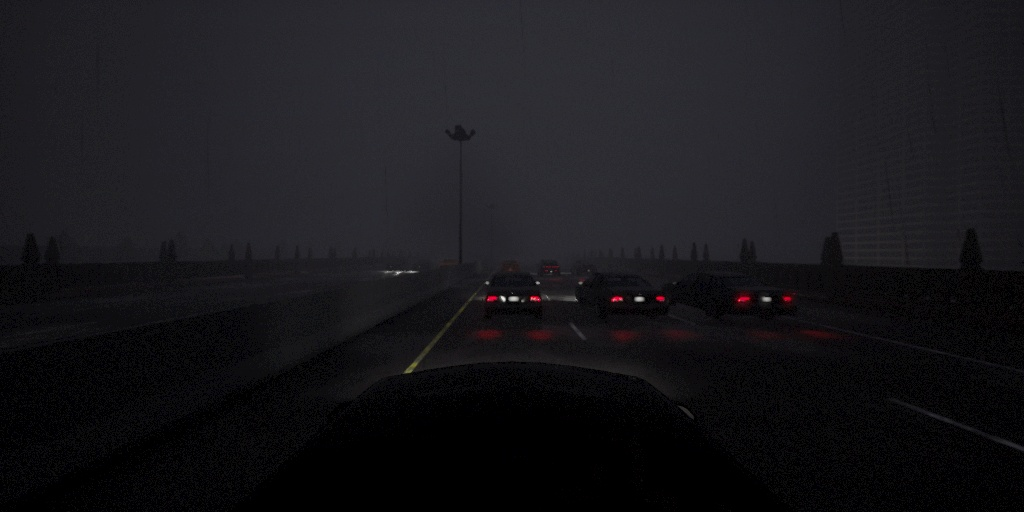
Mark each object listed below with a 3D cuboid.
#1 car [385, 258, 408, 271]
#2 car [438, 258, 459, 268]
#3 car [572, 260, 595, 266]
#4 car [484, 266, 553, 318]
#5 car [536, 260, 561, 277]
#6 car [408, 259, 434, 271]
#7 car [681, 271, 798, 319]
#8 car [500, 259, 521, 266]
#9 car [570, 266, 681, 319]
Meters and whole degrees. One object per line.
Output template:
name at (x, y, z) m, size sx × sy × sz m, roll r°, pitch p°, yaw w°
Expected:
car at (-14.384, 1.042, 45.032) m, size 1.837 × 1.490 × 4.892 m, roll 0°, pitch 0°, yaw 0°
car at (-7.373, 1.023, 42.291) m, size 1.882 × 1.535 × 5.008 m, roll 0°, pitch 0°, yaw 0°
car at (6.860, 1.103, 34.390) m, size 1.812 × 1.442 × 4.674 m, roll 0°, pitch 0°, yaw -1°
car at (0.032, 1.241, 12.570) m, size 2.033 × 1.411 × 5.357 m, roll 0°, pitch 0°, yaw 0°
car at (3.381, 1.089, 33.450) m, size 1.837 × 1.490 × 4.892 m, roll 0°, pitch 0°, yaw 0°
car at (-10.882, 1.103, 44.016) m, size 1.994 × 1.385 × 4.181 m, roll 0°, pitch 0°, yaw 0°
car at (7.033, 1.238, 12.427) m, size 2.033 × 1.411 × 5.357 m, roll 0°, pitch 0°, yaw 0°
car at (-0.130, 1.056, 34.984) m, size 1.882 × 1.535 × 5.008 m, roll 0°, pitch 0°, yaw 0°
car at (3.533, 1.240, 12.491) m, size 2.033 × 1.411 × 5.357 m, roll 0°, pitch 0°, yaw 0°
